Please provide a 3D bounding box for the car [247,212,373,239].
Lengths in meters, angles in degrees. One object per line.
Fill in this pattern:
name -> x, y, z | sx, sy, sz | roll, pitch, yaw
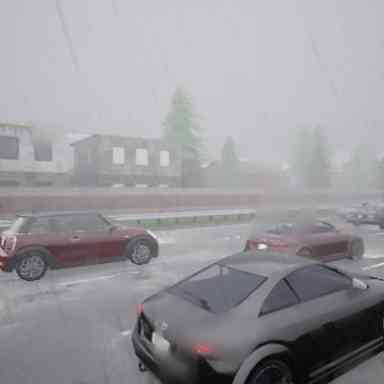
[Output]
car -> 3.662, 1.526, 10.661 | 4.181, 1.385, 1.994 | 0, 0, -36

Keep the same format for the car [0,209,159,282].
car -> -3.249, 1.339, 10.027 | 4.553, 1.767, 2.097 | 0, 0, -36

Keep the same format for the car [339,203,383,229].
car -> 11.793, 1.456, 20.763 | 5.357, 1.411, 2.033 | 0, 0, -36

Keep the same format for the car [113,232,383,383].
car -> 1.303, 1.548, 4.676 | 4.181, 1.385, 1.994 | 0, 0, -36

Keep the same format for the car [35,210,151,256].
car -> -4.028, 1.545, 13.773 | 4.181, 1.385, 1.994 | 0, 0, -36

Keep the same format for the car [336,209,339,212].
car -> 13.541, 1.490, 26.308 | 4.718, 1.301, 1.895 | 0, 0, -36
